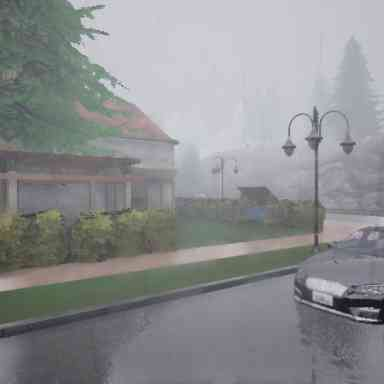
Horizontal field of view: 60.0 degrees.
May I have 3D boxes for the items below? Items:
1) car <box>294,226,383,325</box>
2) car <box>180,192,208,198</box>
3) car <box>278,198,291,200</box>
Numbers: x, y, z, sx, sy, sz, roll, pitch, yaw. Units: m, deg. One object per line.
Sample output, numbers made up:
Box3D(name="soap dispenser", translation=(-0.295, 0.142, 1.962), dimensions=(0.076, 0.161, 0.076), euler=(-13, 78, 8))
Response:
Box3D(name="car", translation=(4.164, 1.491, 6.908), dimensions=(4.902, 1.511, 2.128), euler=(0, 0, -35))
Box3D(name="car", translation=(0.489, 1.060, 40.220), dimensions=(2.150, 2.045, 5.566), euler=(0, 0, -35))
Box3D(name="car", translation=(8.170, 1.343, 29.442), dimensions=(1.837, 1.490, 4.892), euler=(0, 0, -35))
